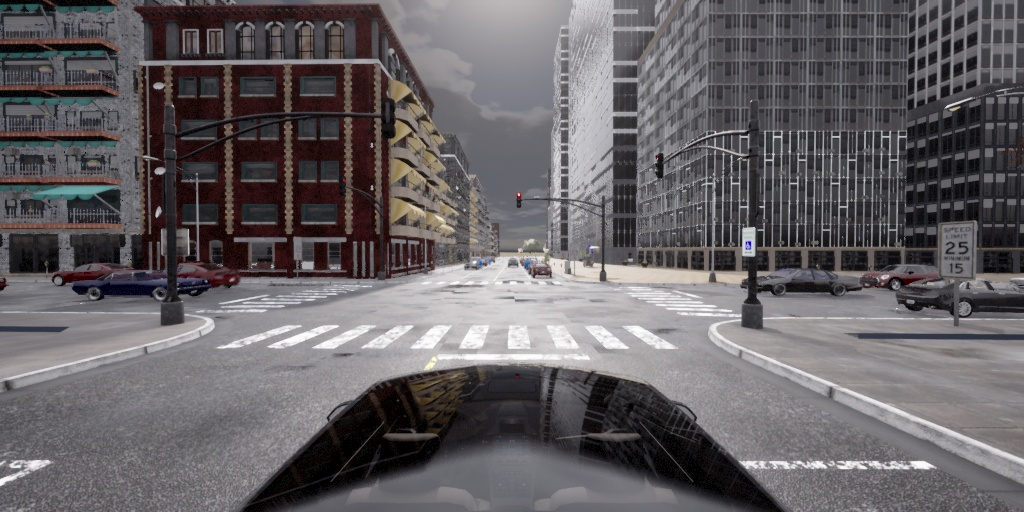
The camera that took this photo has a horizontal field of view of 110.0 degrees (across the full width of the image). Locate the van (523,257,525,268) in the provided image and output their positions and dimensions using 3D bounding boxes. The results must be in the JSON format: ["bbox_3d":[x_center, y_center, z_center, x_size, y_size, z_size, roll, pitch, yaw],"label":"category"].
[{"bbox_3d":[2.762,1.042,50.342,1.690,1.789,3.998,0,0,0],"label":"van"}]

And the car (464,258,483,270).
[{"bbox_3d":[-5.586,1.267,50.326,1.948,1.339,4.313,0,0,0],"label":"car"}]

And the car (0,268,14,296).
[{"bbox_3d":[-26.523,1.254,16.463,4.718,1.301,1.895,0,1,1],"label":"car"}]

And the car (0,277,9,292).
[{"bbox_3d":[-22.598,1.259,13.692,4.507,1.381,1.888,0,0,1],"label":"car"}]

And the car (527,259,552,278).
[{"bbox_3d":[2.725,1.270,33.404,1.888,1.381,4.507,0,0,0],"label":"car"}]

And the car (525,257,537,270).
[{"bbox_3d":[2.738,1.157,39.049,1.967,1.591,4.097,0,0,0],"label":"car"}]

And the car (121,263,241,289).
[{"bbox_3d":[-17.667,1.120,19.523,5.008,1.535,1.882,1,1,1],"label":"car"}]

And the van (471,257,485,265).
[{"bbox_3d":[-5.574,1.033,55.972,1.690,1.789,3.998,0,0,0],"label":"van"}]

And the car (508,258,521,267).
[{"bbox_3d":[0.235,1.279,64.045,1.895,1.301,4.718,0,0,0],"label":"car"}]

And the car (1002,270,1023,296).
[{"bbox_3d":[29.393,1.461,18.773,4.718,1.301,1.895,0,1,1],"label":"car"}]

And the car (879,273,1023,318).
[{"bbox_3d":[16.739,1.445,13.066,4.403,1.370,2.007,0,0,1],"label":"car"}]

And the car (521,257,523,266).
[{"bbox_3d":[2.774,1.238,55.988,1.888,1.381,4.507,0,0,0],"label":"car"}]

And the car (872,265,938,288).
[{"bbox_3d":[23.417,1.229,21.599,4.097,1.591,1.967,0,0,1],"label":"car"}]

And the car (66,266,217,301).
[{"bbox_3d":[-16.644,1.299,16.304,4.718,1.301,1.895,0,1,1],"label":"car"}]

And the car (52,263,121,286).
[{"bbox_3d":[-25.812,1.109,22.356,4.507,1.381,1.888,0,0,1],"label":"car"}]

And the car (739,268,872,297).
[{"bbox_3d":[15.225,1.341,19.002,5.357,1.411,2.033,0,1,1],"label":"car"}]
